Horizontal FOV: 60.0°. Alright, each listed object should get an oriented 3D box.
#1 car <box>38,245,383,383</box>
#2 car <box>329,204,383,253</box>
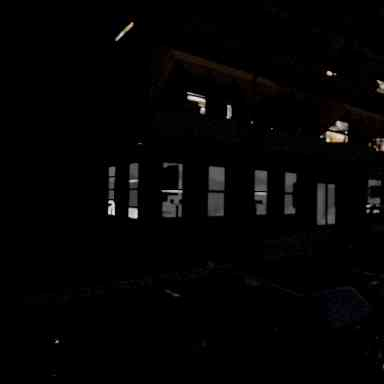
[{"bbox_3d":[0.820,1.616,3.968,4.718,1.301,1.895,0,0,-36],"label":"car"},{"bbox_3d":[6.861,1.378,11.459,5.009,1.841,2.192,0,1,-36],"label":"car"}]
